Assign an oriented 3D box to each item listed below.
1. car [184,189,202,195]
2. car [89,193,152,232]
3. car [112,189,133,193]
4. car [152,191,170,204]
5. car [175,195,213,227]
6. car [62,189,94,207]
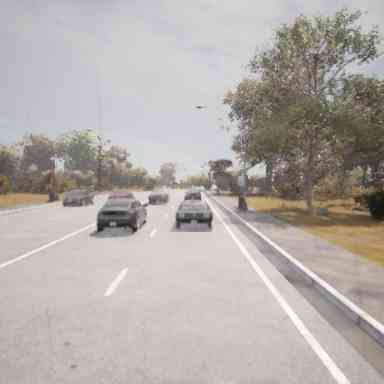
[{"bbox_3d":[0.096,0.358,37.161,1.812,1.442,4.674,0,2,0],"label":"car"},{"bbox_3d":[-3.394,1.042,16.742,1.837,1.490,4.892,0,2,0],"label":"car"},{"bbox_3d":[-7.080,0.439,33.396,1.882,1.535,5.008,0,2,0],"label":"car"},{"bbox_3d":[-3.400,0.502,35.171,1.895,1.301,4.718,0,2,0],"label":"car"},{"bbox_3d":[0.104,1.087,18.196,1.895,1.301,4.718,0,2,0],"label":"car"},{"bbox_3d":[-10.585,0.540,31.267,1.837,1.490,4.892,0,2,0],"label":"car"}]
